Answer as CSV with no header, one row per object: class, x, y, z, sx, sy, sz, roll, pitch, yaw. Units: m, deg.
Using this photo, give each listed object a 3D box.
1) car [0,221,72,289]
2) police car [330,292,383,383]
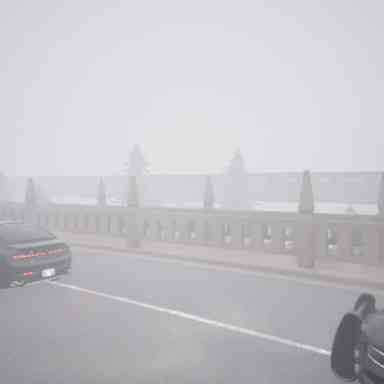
car,-5.178,1.498,8.483,4.892,1.490,1.837,0,0,31
police car,3.845,1.438,2.381,5.238,1.638,1.930,0,0,37
